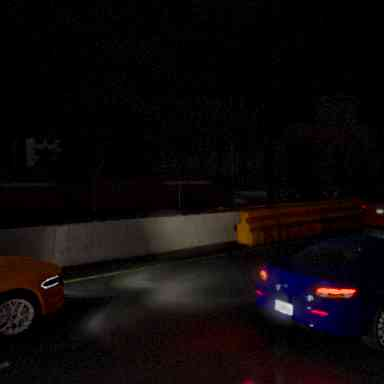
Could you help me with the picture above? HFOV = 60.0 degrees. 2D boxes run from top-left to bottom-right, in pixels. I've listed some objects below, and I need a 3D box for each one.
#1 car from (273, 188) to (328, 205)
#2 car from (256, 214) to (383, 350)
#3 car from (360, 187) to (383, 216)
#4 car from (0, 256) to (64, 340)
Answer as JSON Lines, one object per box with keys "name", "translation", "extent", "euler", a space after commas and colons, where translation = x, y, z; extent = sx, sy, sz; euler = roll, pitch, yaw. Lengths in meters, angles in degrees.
{"name": "car", "translation": [6.310, 0.760, 21.091], "extent": [5.566, 2.045, 2.150], "euler": [-1, 1, -34]}
{"name": "car", "translation": [3.157, 1.368, 5.911], "extent": [4.674, 1.442, 1.812], "euler": [-2, 1, -35]}
{"name": "car", "translation": [9.636, 0.787, 14.681], "extent": [5.566, 2.045, 2.150], "euler": [-2, 1, -35]}
{"name": "car", "translation": [-4.531, 1.500, 4.828], "extent": [5.008, 1.535, 1.882], "euler": [-2, 1, -35]}
